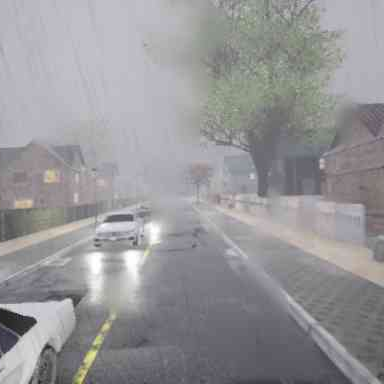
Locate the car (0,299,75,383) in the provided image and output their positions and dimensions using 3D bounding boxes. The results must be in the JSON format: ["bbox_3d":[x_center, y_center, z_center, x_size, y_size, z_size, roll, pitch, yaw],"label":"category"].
[{"bbox_3d":[-2.488,1.704,2.263,1.895,1.301,4.718,-2,0,-1],"label":"car"}]

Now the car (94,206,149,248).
[{"bbox_3d":[-3.332,1.642,15.873,1.812,1.442,4.674,-2,0,-3],"label":"car"}]

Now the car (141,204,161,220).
[{"bbox_3d":[-3.784,1.719,29.235,1.895,1.301,4.718,-2,0,-2],"label":"car"}]
